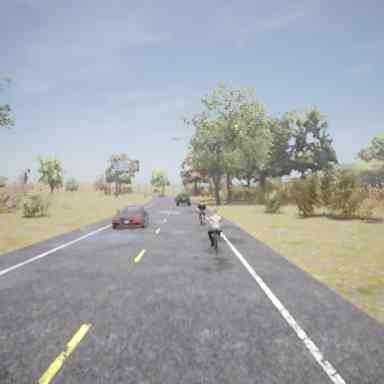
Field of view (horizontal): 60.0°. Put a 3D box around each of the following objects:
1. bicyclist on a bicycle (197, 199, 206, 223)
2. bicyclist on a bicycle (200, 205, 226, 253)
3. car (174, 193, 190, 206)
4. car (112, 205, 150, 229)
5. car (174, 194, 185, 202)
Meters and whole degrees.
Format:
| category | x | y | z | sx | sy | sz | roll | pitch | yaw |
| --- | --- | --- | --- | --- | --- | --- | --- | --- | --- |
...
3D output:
| category | x | y | z | sx | sy | sz | roll | pitch | yaw |
| --- | --- | --- | --- | --- | --- | --- | --- | --- | --- |
| bicyclist on a bicycle | 0.670 | 1.368 | 22.446 | 0.659 | 1.776 | 1.843 | 0 | 0 | -1 |
| bicyclist on a bicycle | 0.881 | 1.437 | 12.642 | 0.866 | 1.612 | 1.509 | 0 | 0 | -1 |
| car | -1.484 | 1.192 | 54.807 | 2.150 | 2.045 | 5.566 | 0 | 0 | -4 |
| car | -3.872 | 1.564 | 21.552 | 1.994 | 1.385 | 4.181 | 0 | 0 | -1 |
| car | -2.804 | 1.302 | 73.490 | 2.097 | 1.767 | 4.553 | 0 | 0 | -5 |
